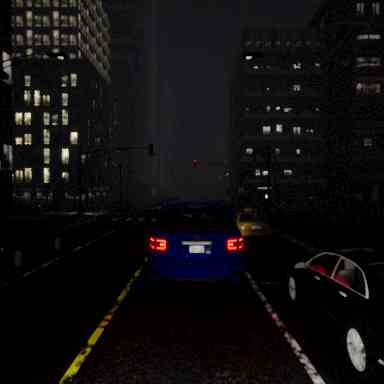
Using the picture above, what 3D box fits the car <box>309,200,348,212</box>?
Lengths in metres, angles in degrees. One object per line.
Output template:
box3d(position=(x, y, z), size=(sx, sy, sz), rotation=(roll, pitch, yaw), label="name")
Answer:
box3d(position=(16.308, 1.612, 39.737), size=(4.403, 1.369, 2.008), rotation=(0, 1, 1), label="car")

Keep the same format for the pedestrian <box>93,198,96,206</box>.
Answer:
box3d(position=(-12.555, 1.288, 43.078), size=(0.500, 1.100, 0.500), rotation=(0, 0, 1), label="pedestrian")

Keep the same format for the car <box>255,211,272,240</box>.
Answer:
box3d(position=(2.804, 1.516, 16.772), size=(1.752, 1.417, 4.829), rotation=(-1, 0, 0), label="car")

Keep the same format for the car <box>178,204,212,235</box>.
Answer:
box3d(position=(0.095, 1.515, 19.737), size=(1.812, 1.442, 4.674), rotation=(0, 0, -2), label="car")

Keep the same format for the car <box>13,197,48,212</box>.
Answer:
box3d(position=(-17.552, 1.472, 34.414), size=(4.718, 1.301, 1.895), rotation=(0, 1, 1), label="car")

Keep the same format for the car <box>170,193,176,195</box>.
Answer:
box3d(position=(-3.009, 1.513, 69.389), size=(2.033, 1.411, 5.357), rotation=(0, 0, 0), label="car")

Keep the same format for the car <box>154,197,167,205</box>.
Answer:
box3d(position=(-5.711, 1.537, 60.210), size=(1.947, 1.339, 4.313), rotation=(-1, 0, 0), label="car")

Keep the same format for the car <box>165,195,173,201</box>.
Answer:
box3d(position=(-5.713, 1.545, 82.828), size=(1.802, 1.307, 4.206), rotation=(-1, 0, 0), label="car")

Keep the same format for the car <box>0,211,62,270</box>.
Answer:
box3d(position=(-5.834, 1.538, 11.014), size=(1.887, 1.381, 4.507), rotation=(-1, 0, 0), label="car")

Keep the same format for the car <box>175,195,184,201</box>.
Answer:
box3d(position=(-3.011, 1.482, 83.763), size=(2.128, 1.511, 4.902), rotation=(0, 0, 0), label="car")

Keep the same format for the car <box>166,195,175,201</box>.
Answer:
box3d(position=(-5.714, 1.506, 88.483), size=(1.887, 1.381, 4.507), rotation=(-1, 0, 0), label="car")

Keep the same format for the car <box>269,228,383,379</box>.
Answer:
box3d(position=(2.806, 1.548, 5.313), size=(2.008, 1.369, 4.403), rotation=(-1, 0, 0), label="car")

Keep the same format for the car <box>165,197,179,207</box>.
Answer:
box3d(position=(-3.098, 1.538, 53.021), size=(1.994, 1.385, 4.181), rotation=(0, 0, 0), label="car")

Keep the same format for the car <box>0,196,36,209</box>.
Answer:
box3d(position=(-21.667, 1.263, 40.230), size=(4.829, 1.417, 1.752), rotation=(0, 0, 1), label="car")

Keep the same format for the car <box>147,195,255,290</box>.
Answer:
box3d(position=(0.095, 1.216, 9.226), size=(2.150, 2.045, 5.566), rotation=(0, 0, 0), label="car")

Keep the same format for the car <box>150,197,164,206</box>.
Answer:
box3d(position=(-5.710, 1.499, 54.386), size=(1.752, 1.417, 4.829), rotation=(-1, 0, 0), label="car")
